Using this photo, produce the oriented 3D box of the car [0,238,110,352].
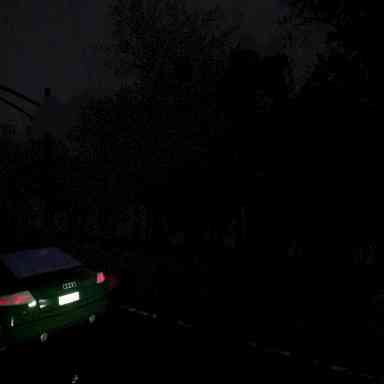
[{"bbox_3d":[-3.479,1.564,6.146,4.181,1.385,1.994,0,0,35],"label":"car"}]
